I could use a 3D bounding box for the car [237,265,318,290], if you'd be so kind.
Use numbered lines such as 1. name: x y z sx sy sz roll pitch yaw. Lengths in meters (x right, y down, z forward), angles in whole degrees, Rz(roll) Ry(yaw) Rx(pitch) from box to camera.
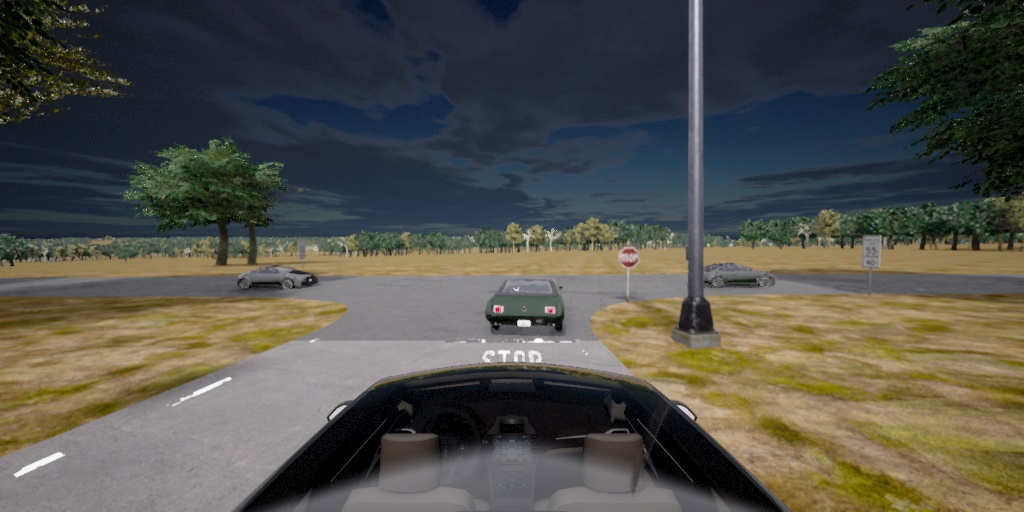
1. car: -14.233 1.274 21.839 4.181 1.385 1.994 0 3 3

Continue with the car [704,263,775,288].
1. car: 13.134 1.120 21.334 4.181 1.385 1.994 0 3 0

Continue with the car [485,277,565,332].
1. car: 0.559 1.259 10.549 1.895 1.301 4.718 0 1 7
